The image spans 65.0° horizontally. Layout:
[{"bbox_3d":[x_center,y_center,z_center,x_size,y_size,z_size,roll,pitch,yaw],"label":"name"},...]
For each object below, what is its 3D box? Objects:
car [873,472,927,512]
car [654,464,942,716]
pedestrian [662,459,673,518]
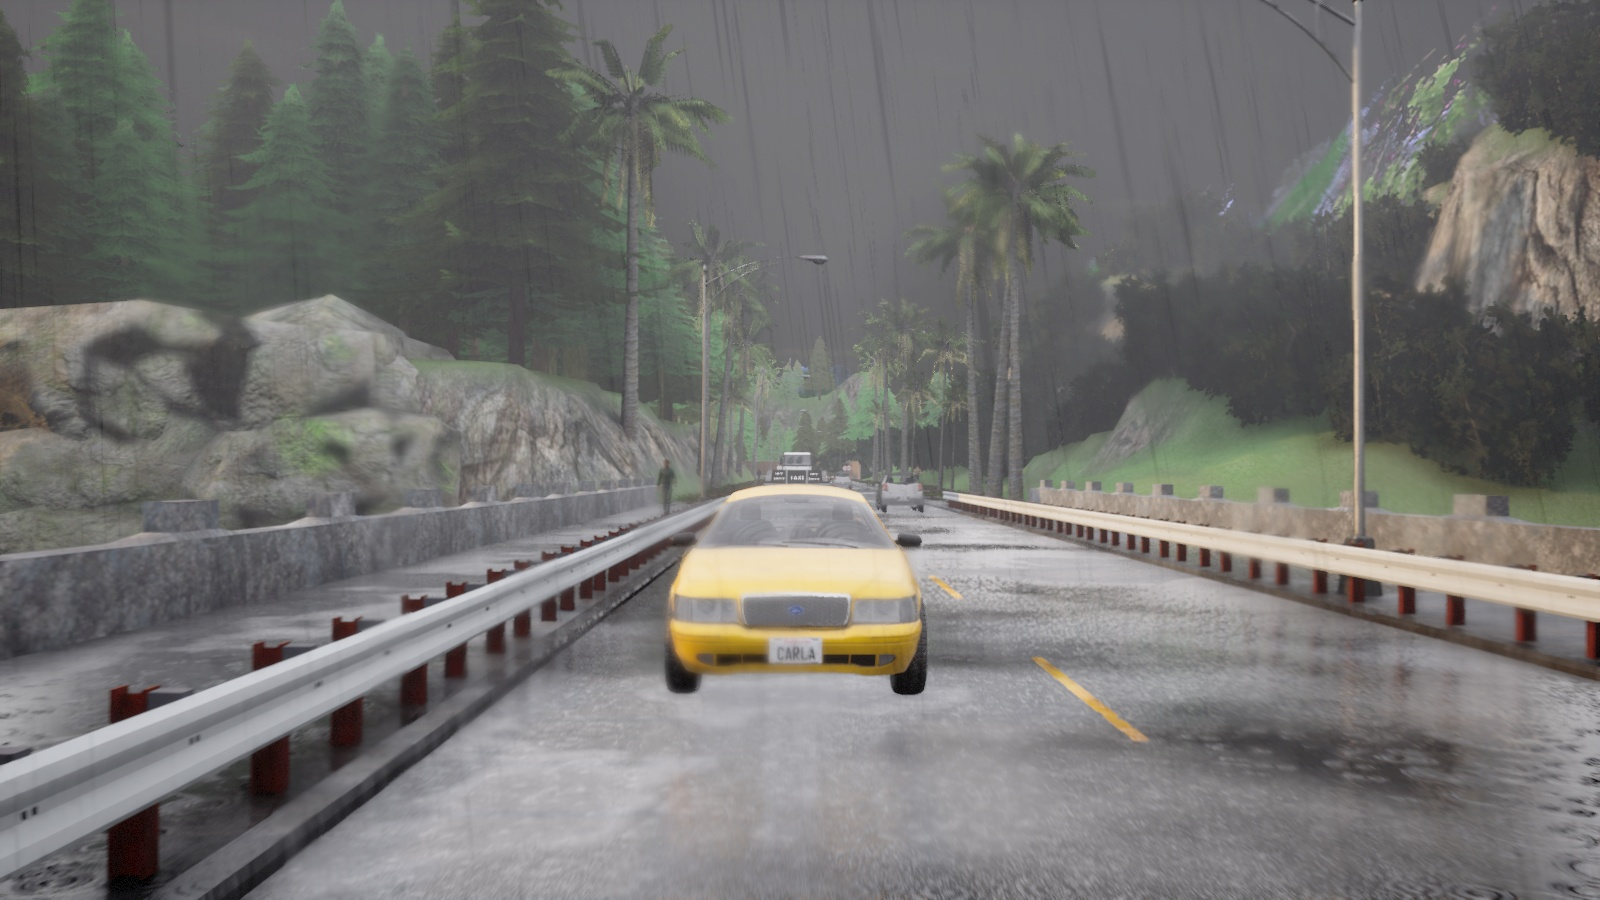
[{"bbox_3d":[3.895,1.639,49.354,1.845,1.501,3.633,0,-1,0],"label":"car"},{"bbox_3d":[-0.022,0.934,10.568,1.801,1.575,5.366,0,-1,0],"label":"car"},{"bbox_3d":[-4.154,1.199,39.325,0.353,1.847,0.614,0,-1,-6],"label":"pedestrian"}]
